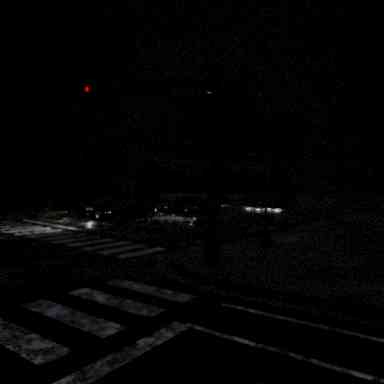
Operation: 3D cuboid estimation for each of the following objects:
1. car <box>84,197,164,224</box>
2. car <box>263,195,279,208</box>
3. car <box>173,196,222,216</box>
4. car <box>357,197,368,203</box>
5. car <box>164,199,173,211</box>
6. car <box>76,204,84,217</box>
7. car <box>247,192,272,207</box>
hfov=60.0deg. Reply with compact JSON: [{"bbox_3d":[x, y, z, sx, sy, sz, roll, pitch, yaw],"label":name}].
[{"bbox_3d":[-4.556,1.284,22.978,2.128,1.511,4.902,3,1,36],"label":"car"},{"bbox_3d":[11.914,1.515,45.878,1.994,1.385,4.181,3,1,36],"label":"car"},{"bbox_3d":[0.903,1.325,30.584,2.128,1.511,4.902,3,2,36],"label":"car"},{"bbox_3d":[42.354,1.928,82.622,2.033,1.411,5.357,3,1,36],"label":"car"},{"bbox_3d":[-1.045,1.206,33.440,2.128,1.511,4.902,3,1,36],"label":"car"},{"bbox_3d":[-6.558,1.148,25.754,1.882,1.535,5.008,3,1,36],"label":"car"},{"bbox_3d":[10.171,1.058,48.979,2.150,2.045,5.566,3,1,36],"label":"car"}]
